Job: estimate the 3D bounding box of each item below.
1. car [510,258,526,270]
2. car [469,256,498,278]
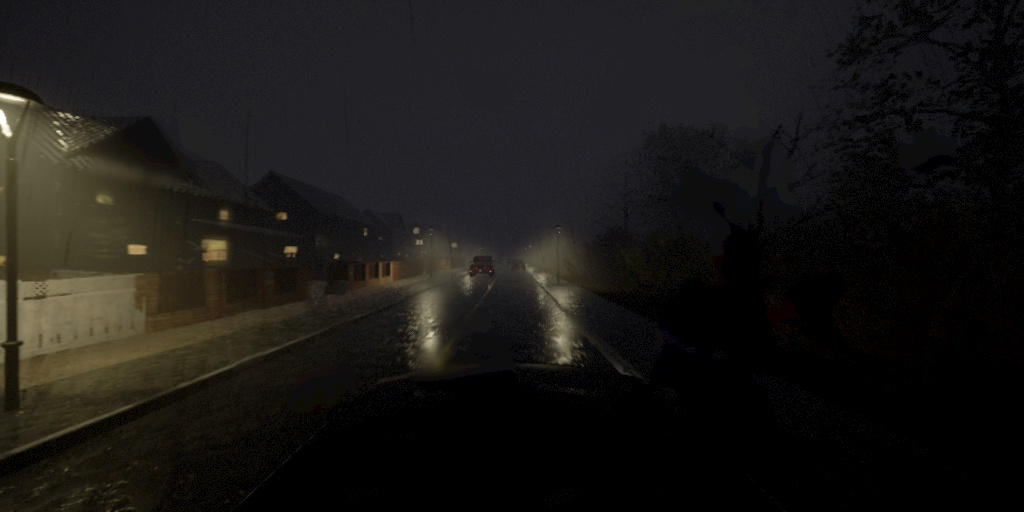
[{"bbox_3d":[0.960,1.263,50.858,1.812,1.442,4.674,0,0,0],"label":"car"},{"bbox_3d":[-2.827,0.971,34.876,2.150,2.045,5.566,0,0,0],"label":"car"}]
